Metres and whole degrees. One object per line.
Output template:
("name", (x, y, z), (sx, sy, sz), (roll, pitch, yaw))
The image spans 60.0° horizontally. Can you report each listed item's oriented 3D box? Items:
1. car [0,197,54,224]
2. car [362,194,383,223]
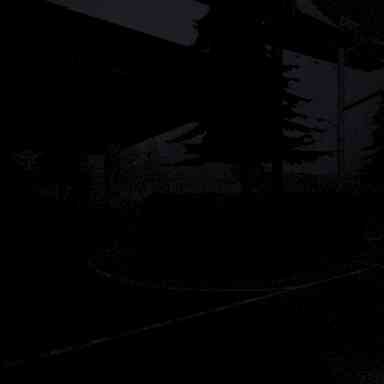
("car", (-11.959, 1.313, 23.487), (3.866, 1.878, 1.905), (0, 0, -36))
("car", (11.749, 1.097, 20.334), (2.150, 2.045, 5.566), (-1, 4, -38))
